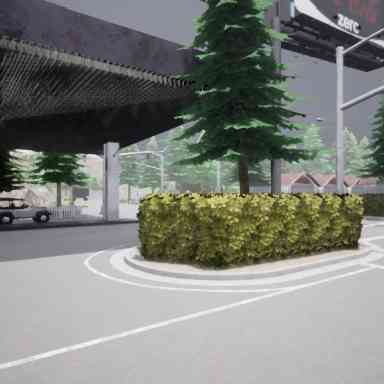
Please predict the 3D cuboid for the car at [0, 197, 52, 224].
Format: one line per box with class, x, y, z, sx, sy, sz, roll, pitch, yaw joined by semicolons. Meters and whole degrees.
car;-12.050;1.313;23.427;3.866;1.878;1.905;0;0;-36
